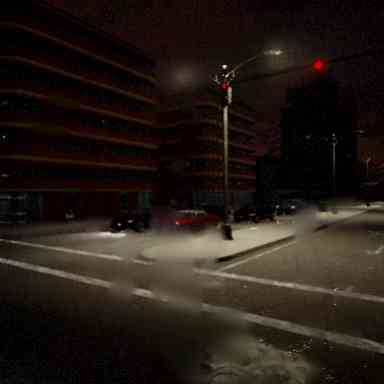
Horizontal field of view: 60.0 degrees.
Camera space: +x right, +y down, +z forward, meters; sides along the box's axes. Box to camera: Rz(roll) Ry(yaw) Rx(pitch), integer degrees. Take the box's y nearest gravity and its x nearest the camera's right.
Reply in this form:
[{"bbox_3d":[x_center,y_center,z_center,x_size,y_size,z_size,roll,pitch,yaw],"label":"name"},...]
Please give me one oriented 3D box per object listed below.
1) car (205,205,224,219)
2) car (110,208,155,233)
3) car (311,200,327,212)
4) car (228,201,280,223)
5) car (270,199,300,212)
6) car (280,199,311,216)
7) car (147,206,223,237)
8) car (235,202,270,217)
[{"bbox_3d":[1.651,1.763,28.226,1.994,1.385,4.181,-1,-1,36],"label":"car"},{"bbox_3d":[-3.173,1.753,21.338,1.994,1.385,4.181,-1,-1,35],"label":"car"},{"bbox_3d":[15.877,1.754,42.477,1.994,1.385,4.181,-1,-1,35],"label":"car"},{"bbox_3d":[5.139,1.639,27.139,1.882,1.535,5.008,-1,-1,35],"label":"car"},{"bbox_3d":[12.177,1.719,43.299,2.128,1.511,4.902,-1,-1,35],"label":"car"},{"bbox_3d":[10.326,1.528,34.564,2.097,1.767,4.553,-1,-1,35],"label":"car"},{"bbox_3d":[-0.253,1.751,19.437,1.895,1.301,4.718,-1,-1,32],"label":"car"},{"bbox_3d":[6.430,1.777,35.085,1.994,1.385,4.181,-1,-1,35],"label":"car"}]
